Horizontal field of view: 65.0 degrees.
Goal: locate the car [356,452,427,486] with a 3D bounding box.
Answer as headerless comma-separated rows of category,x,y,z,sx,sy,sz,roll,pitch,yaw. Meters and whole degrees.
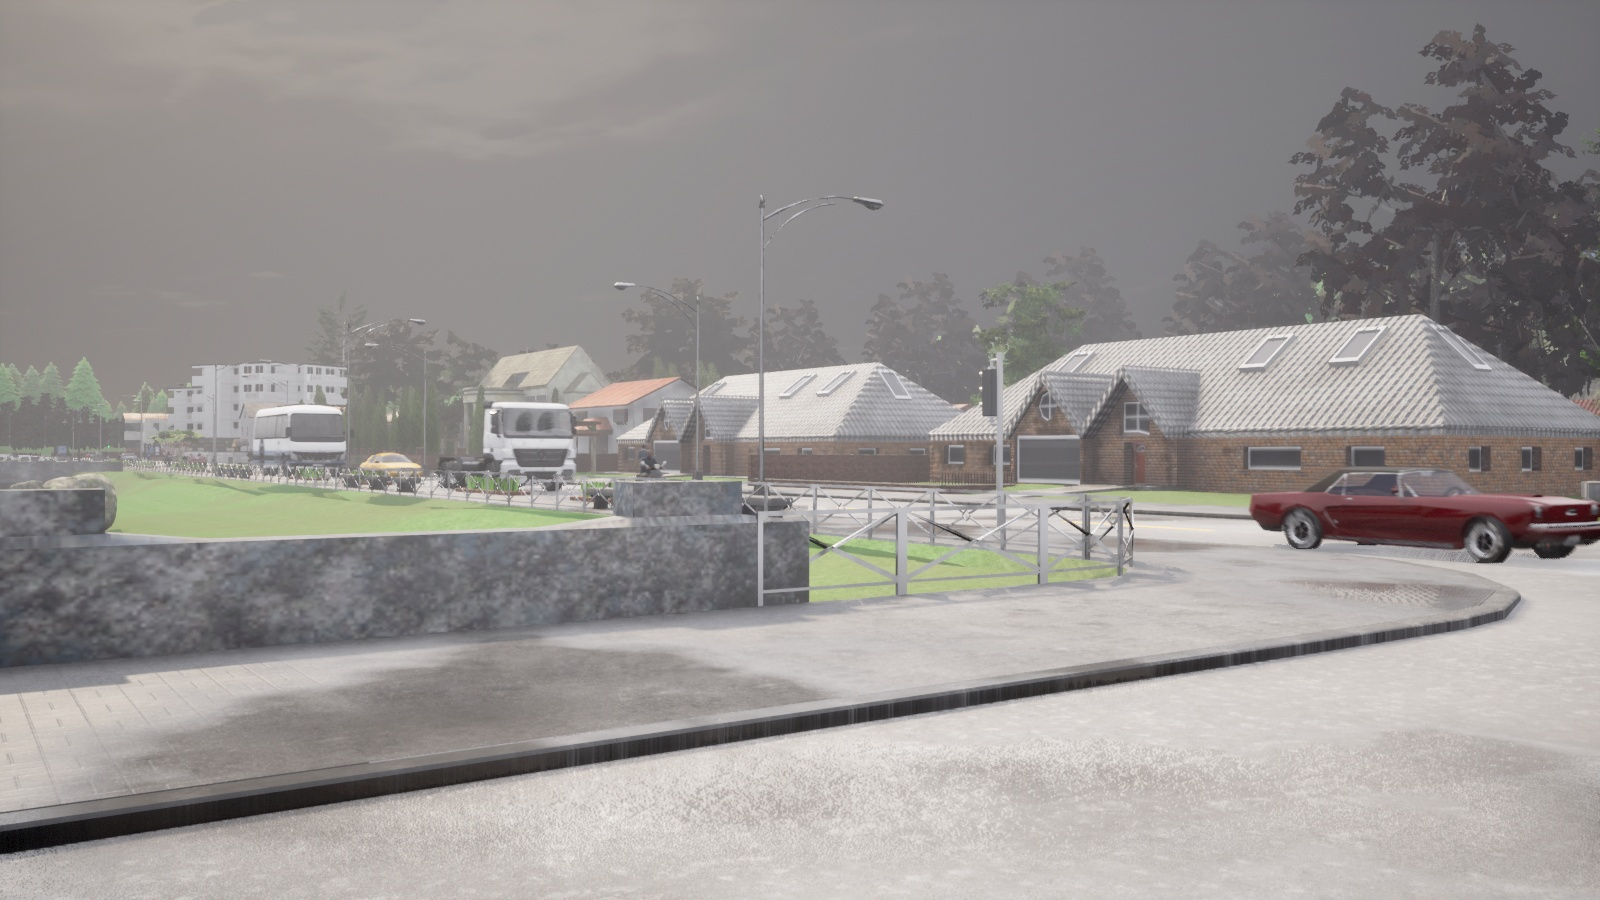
car,-19.760,0.874,60.623,1.801,1.575,5.366,0,0,-35

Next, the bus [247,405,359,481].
bus,-29.874,-0.384,75.147,3.944,4.253,10.273,0,0,-35

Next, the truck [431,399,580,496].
truck,-11.613,-0.093,48.924,2.891,3.462,7.936,0,0,-35

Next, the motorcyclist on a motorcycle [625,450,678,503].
motorcyclist on a motorcycle,-4.595,0.803,38.845,0.866,1.590,1.817,0,0,-35

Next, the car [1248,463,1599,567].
car,9.262,0.871,18.727,1.895,1.301,4.718,0,0,-31
